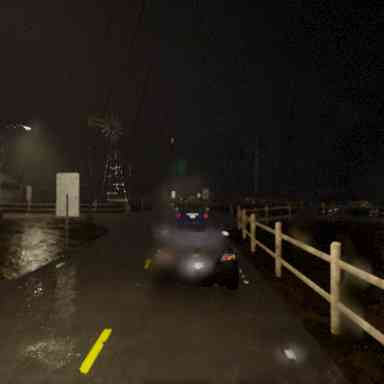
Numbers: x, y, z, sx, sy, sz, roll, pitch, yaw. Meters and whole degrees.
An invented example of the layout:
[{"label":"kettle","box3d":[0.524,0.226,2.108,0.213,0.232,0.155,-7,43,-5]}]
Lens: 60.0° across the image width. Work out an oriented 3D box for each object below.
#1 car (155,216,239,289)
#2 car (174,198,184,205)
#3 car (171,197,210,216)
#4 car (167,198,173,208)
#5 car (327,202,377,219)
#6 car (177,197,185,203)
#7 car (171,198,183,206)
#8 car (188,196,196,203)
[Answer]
[{"label":"car","box3d":[0.102,1.595,9.250,1.994,1.385,4.181,0,0,0]},{"label":"car","box3d":[-2.744,1.974,71.516,1.994,1.385,4.181,0,-1,0]},{"label":"car","box3d":[0.016,1.424,20.969,2.097,1.767,4.553,0,0,0]},{"label":"car","box3d":[-2.839,1.749,51.761,2.128,1.511,4.902,0,0,0]},{"label":"car","box3d":[16.297,1.774,33.988,4.553,1.767,2.097,1,-2,0]},{"label":"car","box3d":[-2.740,1.991,81.645,1.882,1.535,5.008,0,-1,0]},{"label":"car","box3d":[-2.787,1.812,61.564,1.882,1.535,5.008,0,0,1]},{"label":"car","box3d":[0.014,1.974,91.405,2.097,1.767,4.553,0,-1,0]}]
